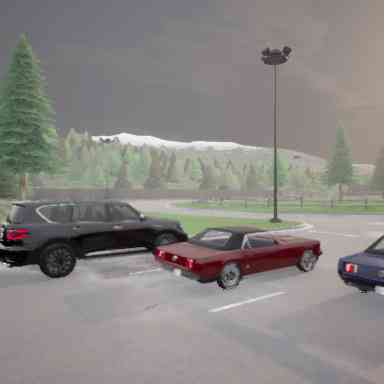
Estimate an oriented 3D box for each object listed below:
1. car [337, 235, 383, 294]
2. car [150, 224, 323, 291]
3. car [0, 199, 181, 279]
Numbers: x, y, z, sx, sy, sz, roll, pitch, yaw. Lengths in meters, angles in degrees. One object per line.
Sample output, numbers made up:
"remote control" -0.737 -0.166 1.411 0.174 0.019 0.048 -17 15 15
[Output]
"car" 5.470 1.601 7.628 4.718 1.301 1.895 0 0 -35
"car" 1.462 1.601 9.072 4.718 1.301 1.895 0 0 -35
"car" -2.811 1.222 10.330 5.566 2.045 2.150 0 0 -35
